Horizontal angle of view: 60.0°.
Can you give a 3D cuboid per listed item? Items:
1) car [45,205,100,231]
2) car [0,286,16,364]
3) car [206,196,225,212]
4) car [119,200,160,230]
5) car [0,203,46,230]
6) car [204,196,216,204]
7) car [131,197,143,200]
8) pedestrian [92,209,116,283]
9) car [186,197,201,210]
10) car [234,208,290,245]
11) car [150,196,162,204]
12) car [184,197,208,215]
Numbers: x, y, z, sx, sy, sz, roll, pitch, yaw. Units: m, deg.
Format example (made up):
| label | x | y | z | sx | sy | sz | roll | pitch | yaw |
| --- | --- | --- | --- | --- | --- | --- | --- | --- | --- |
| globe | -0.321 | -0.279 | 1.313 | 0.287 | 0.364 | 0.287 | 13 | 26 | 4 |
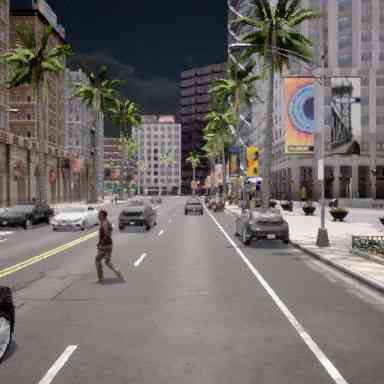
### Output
| label | x | y | z | sx | sy | sz | roll | pitch | yaw |
| --- | --- | --- | --- | --- | --- | --- | --- | --- | --- |
| car | -7.045 | 1.526 | 20.680 | 1.812 | 1.442 | 4.674 | 0 | 0 | 0 |
| car | -3.410 | 1.477 | 2.660 | 1.882 | 1.535 | 5.008 | 0 | 0 | 0 |
| car | 3.214 | 1.354 | 44.880 | 2.185 | 1.767 | 4.553 | 0 | 0 | 0 |
| car | -3.345 | 1.505 | 21.111 | 1.837 | 1.490 | 4.892 | 0 | 0 | 0 |
| car | -10.544 | 1.477 | 21.262 | 1.882 | 1.535 | 5.008 | 0 | 0 | 0 |
| car | 3.578 | 1.513 | 66.809 | 2.161 | 1.482 | 4.786 | 0 | 0 | 0 |
| car | -10.246 | 1.601 | 61.418 | 1.895 | 1.301 | 4.718 | 0 | 0 | 1 |
| pedestrian | -2.164 | 1.294 | 8.202 | 0.375 | 1.860 | 0.375 | 0 | 0 | 0 |
| car | 0.221 | 1.505 | 44.504 | 1.837 | 1.490 | 4.892 | 0 | 0 | 0 |
| car | 3.128 | 1.481 | 15.505 | 2.231 | 1.521 | 4.892 | 0 | 0 | 0 |
| car | -6.724 | 1.504 | 62.656 | 1.837 | 1.490 | 4.892 | 0 | 0 | 1 |
| car | 0.189 | 1.491 | 34.247 | 2.128 | 1.511 | 4.902 | 0 | 0 | 0 |
